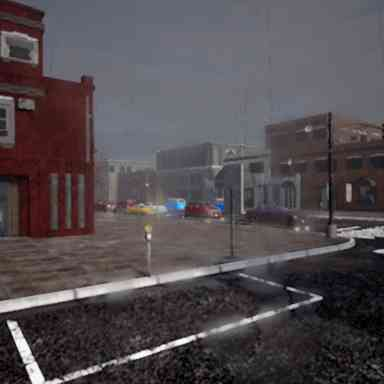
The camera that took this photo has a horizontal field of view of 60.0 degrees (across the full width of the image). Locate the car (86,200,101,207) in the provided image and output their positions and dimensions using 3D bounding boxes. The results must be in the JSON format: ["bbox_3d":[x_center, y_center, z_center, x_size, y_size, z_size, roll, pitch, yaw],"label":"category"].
[{"bbox_3d":[-22.610,2.600,76.342,1.802,1.307,4.206,-2,0,-36],"label":"car"}]

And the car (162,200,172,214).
[{"bbox_3d":[-4.887,2.055,42.412,1.812,1.442,4.674,-1,0,-36],"label":"car"}]

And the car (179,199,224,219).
[{"bbox_3d":[1.034,1.739,34.319,2.097,1.767,4.553,-1,0,-36],"label":"car"}]

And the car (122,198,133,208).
[{"bbox_3d":[-12.578,2.090,62.650,2.192,1.841,5.009,-2,0,-36],"label":"car"}]

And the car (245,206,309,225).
[{"bbox_3d":[6.633,1.800,26.688,2.033,1.411,5.357,-1,0,-36],"label":"car"}]

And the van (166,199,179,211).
[{"bbox_3d":[-2.537,1.874,48.957,1.690,1.788,3.998,-2,0,-36],"label":"van"}]

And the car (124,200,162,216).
[{"bbox_3d":[-5.841,2.051,39.356,1.752,1.417,4.829,-2,0,-36],"label":"car"}]

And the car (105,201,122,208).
[{"bbox_3d":[-15.917,2.438,67.214,1.802,1.307,4.206,-2,0,-36],"label":"car"}]

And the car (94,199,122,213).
[{"bbox_3d":[-12.640,2.005,48.620,2.192,1.841,5.009,-2,0,-36],"label":"car"}]
